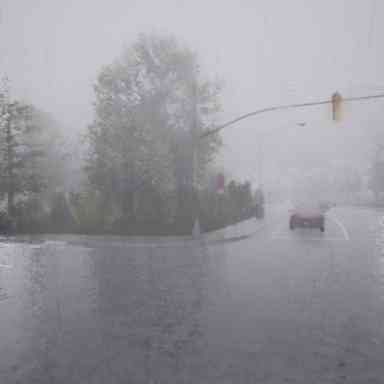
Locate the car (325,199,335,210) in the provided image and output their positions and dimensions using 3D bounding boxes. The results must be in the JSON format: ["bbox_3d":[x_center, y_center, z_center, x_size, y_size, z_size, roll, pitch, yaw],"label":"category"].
[{"bbox_3d":[18.978,1.993,49.221,1.895,1.301,4.718,-1,-1,5],"label":"car"}]

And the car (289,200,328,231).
[{"bbox_3d":[7.092,1.453,20.370,1.882,1.535,5.008,-1,-1,21],"label":"car"}]

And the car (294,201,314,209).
[{"bbox_3d":[19.820,2.211,59.063,1.895,1.301,4.718,-1,-1,-1],"label":"car"}]

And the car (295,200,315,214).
[{"bbox_3d":[13.381,1.750,39.579,1.837,1.490,4.892,-1,-1,14],"label":"car"}]
